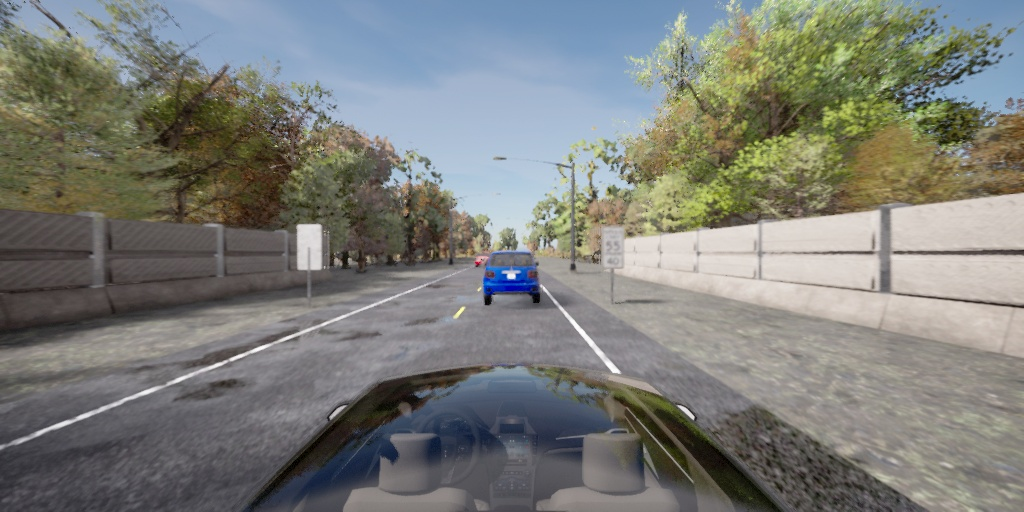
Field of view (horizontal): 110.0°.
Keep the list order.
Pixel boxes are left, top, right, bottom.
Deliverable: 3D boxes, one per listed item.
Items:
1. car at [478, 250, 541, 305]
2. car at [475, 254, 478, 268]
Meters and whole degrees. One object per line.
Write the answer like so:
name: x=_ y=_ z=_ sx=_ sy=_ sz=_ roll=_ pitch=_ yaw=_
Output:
car: x=0.001 y=0.801 z=15.224 sx=2.150 sy=2.045 sz=5.566 roll=-1 pitch=0 yaw=0
car: x=-3.553 y=0.414 z=46.826 sx=2.150 sy=2.045 sz=5.566 roll=0 pitch=1 yaw=0
